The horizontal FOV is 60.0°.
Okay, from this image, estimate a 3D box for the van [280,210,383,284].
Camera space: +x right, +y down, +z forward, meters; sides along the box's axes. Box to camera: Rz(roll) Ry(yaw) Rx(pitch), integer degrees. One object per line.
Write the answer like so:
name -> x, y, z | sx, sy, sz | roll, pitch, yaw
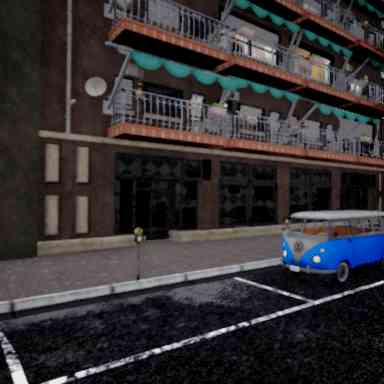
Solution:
van -> 4.311, 1.434, 9.630 | 3.998, 1.788, 1.690 | 1, 0, -35
